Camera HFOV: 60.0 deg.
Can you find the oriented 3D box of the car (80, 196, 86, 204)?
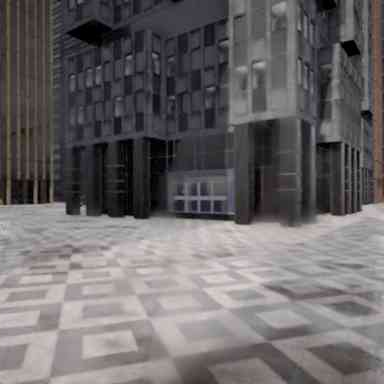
[{"bbox_3d":[-17.108,1.507,56.884,2.150,2.045,5.566,0,0,36],"label":"car"}]
